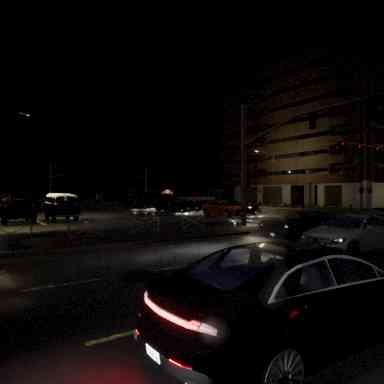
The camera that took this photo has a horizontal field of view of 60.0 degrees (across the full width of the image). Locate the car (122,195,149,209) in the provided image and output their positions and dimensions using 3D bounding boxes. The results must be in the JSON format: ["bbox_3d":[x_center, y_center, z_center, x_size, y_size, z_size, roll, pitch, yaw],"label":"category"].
[{"bbox_3d":[-8.454,1.533,47.659,1.882,1.535,5.008,0,0,-34],"label":"car"}]

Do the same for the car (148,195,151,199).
[{"bbox_3d":[-6.240,1.560,50.632,1.837,1.490,4.892,0,0,-34],"label":"car"}]

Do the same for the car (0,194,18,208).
[{"bbox_3d":[-31.421,1.209,56.553,1.932,1.855,4.605,0,0,-34],"label":"car"}]

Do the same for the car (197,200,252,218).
[{"bbox_3d":[2.932,1.533,30.957,1.882,1.535,5.008,0,0,-34],"label":"car"}]

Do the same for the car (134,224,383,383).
[{"bbox_3d":[1.594,1.492,4.879,4.902,1.511,2.128,0,0,-34],"label":"car"}]

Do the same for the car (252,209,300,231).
[{"bbox_3d":[5.435,1.603,16.228,4.718,1.301,1.895,0,0,-35],"label":"car"}]

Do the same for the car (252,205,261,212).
[{"bbox_3d":[4.727,1.603,34.535,2.033,1.411,5.357,0,0,-34],"label":"car"}]

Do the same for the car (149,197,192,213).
[{"bbox_3d":[-2.603,1.603,39.067,2.033,1.411,5.357,0,0,-34],"label":"car"}]

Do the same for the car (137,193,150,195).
[{"bbox_3d":[-10.431,1.277,69.498,2.150,2.045,5.566,0,0,-34],"label":"car"}]

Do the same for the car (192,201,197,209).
[{"bbox_3d":[-0.675,1.656,42.454,1.895,1.301,4.718,0,0,-34],"label":"car"}]

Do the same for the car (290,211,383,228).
[{"bbox_3d":[5.992,1.524,12.361,4.674,1.442,1.812,0,0,-35],"label":"car"}]
